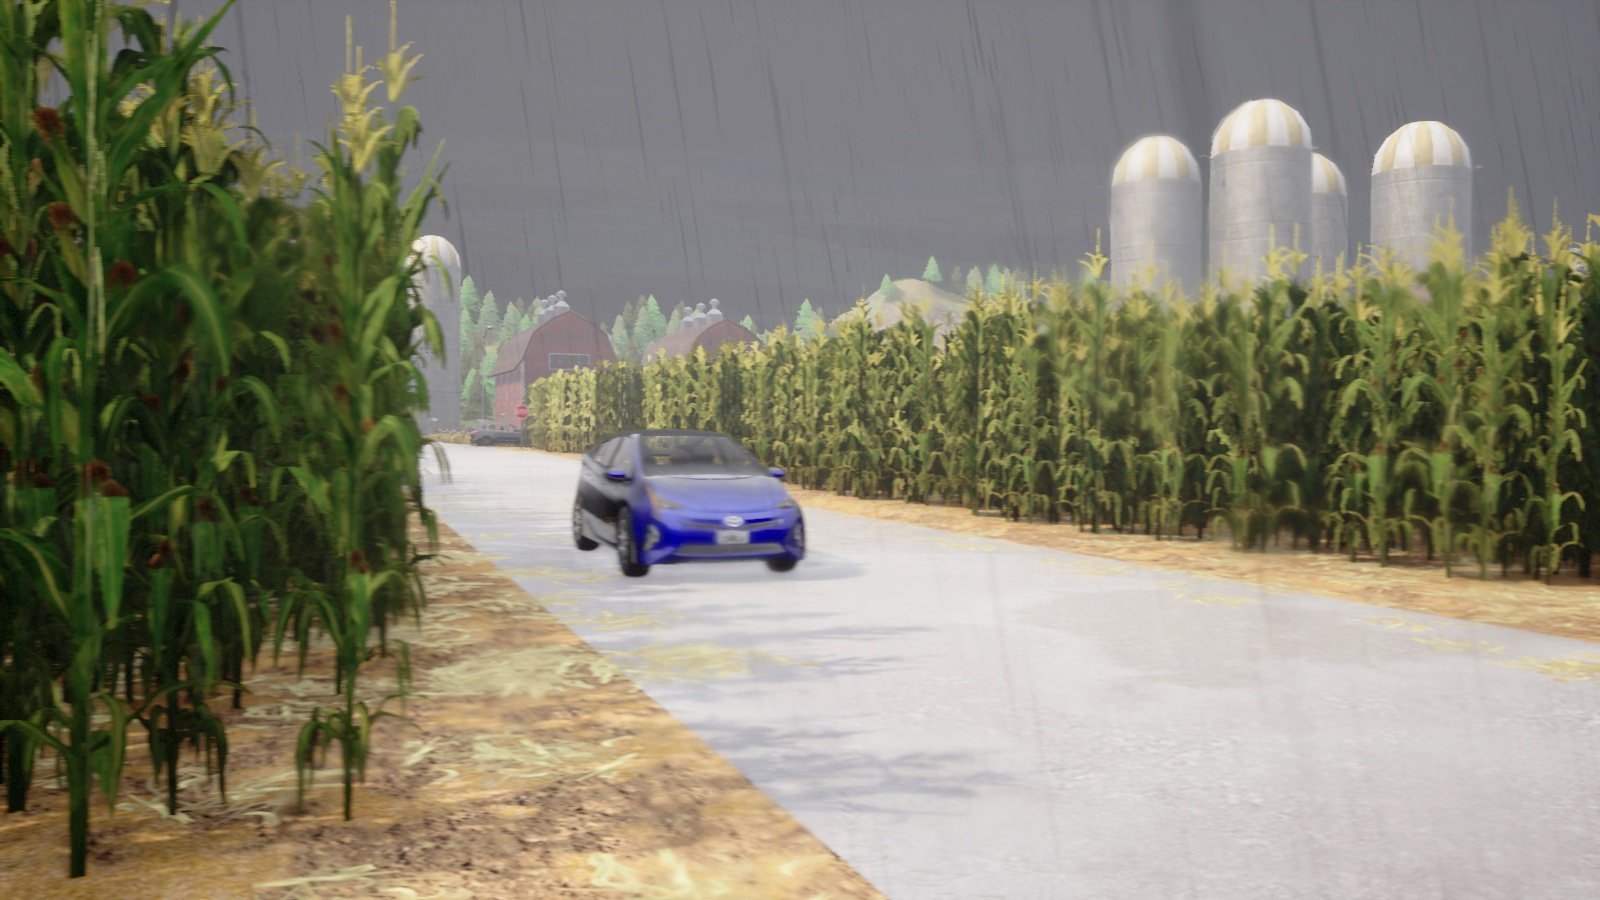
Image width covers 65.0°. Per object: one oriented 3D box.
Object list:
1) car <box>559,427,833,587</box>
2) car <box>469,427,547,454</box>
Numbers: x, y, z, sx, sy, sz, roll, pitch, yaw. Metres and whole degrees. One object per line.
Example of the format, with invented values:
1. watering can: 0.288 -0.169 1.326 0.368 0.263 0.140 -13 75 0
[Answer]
1. car: -1.406 0.522 14.647 2.007 1.525 4.514 -1 1 -21
2. car: -18.705 -0.619 80.399 4.611 1.667 2.242 0 1 -21
